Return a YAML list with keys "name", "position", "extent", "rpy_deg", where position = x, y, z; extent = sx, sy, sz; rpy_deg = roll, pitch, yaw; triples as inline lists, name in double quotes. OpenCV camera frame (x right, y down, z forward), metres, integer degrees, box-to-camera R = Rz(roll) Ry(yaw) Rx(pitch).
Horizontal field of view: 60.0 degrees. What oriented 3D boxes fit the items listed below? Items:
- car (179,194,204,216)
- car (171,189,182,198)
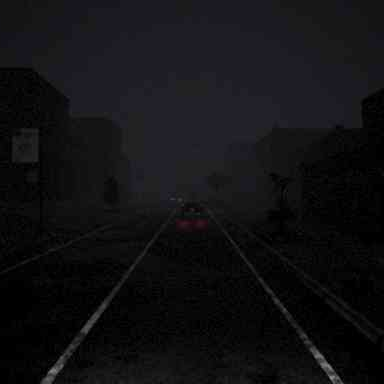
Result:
- name: "car"
  position: [0.012, 1.136, 27.810]
  extent: [1.812, 1.442, 4.674]
  rpy_deg: [0, 0, 0]
- name: "car"
  position: [-3.525, 0.299, 76.704]
  extent: [2.150, 2.045, 5.566]
  rpy_deg: [0, 1, 0]
